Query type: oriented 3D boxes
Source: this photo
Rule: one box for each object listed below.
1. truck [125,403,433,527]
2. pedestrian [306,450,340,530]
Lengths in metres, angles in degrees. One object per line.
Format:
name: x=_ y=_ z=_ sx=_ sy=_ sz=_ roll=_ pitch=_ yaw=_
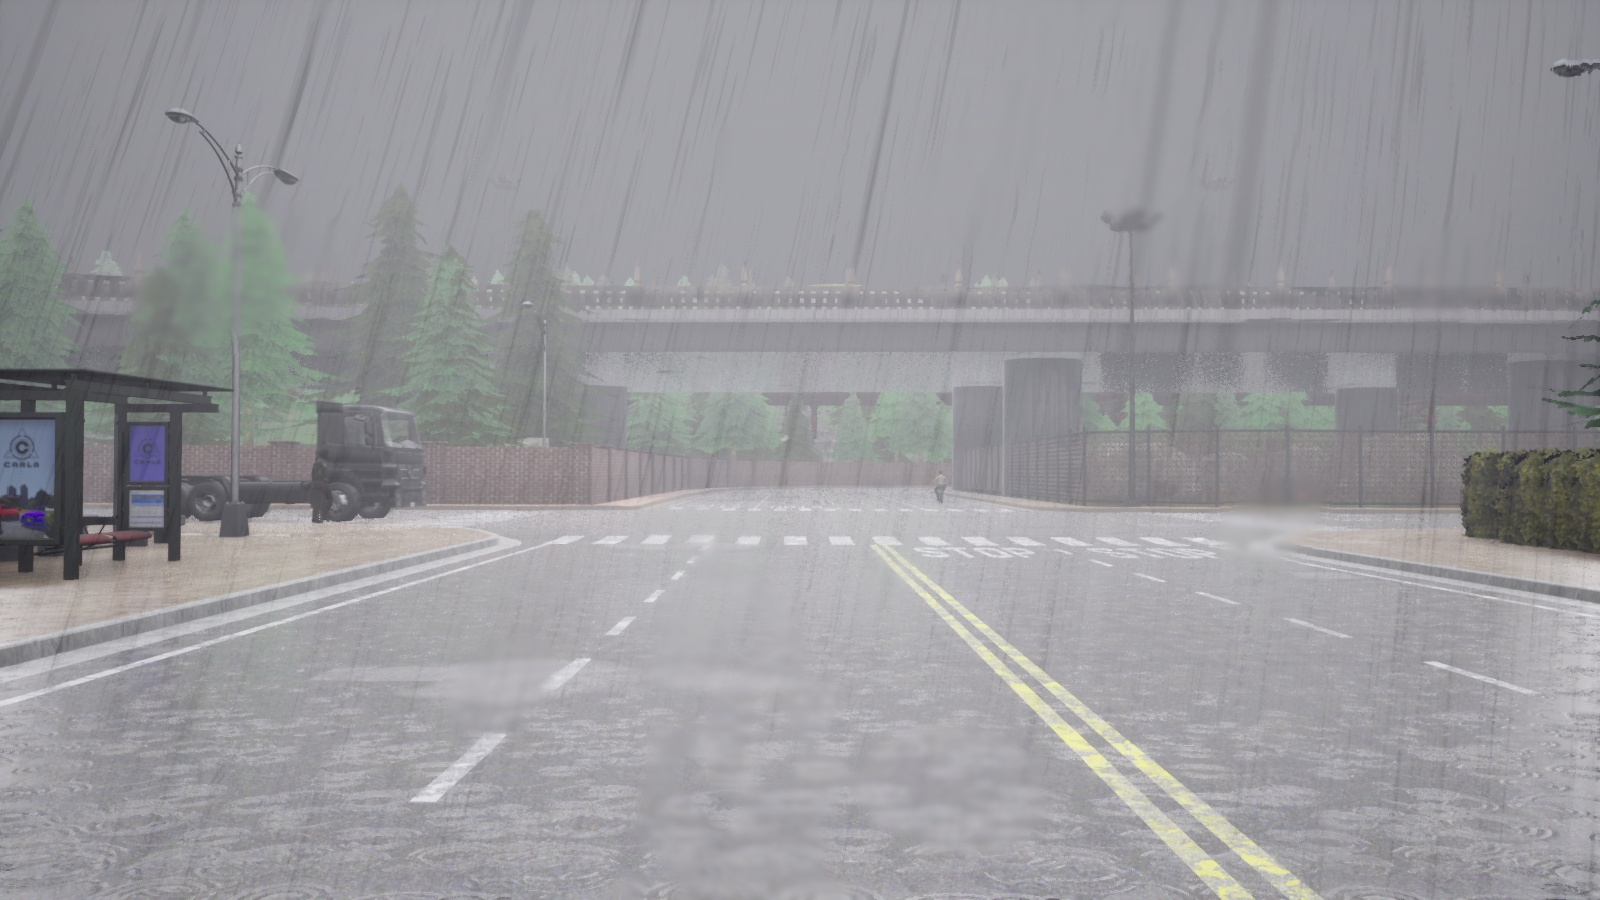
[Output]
truck: x=-15.254 y=0.462 z=37.108 sx=7.936 sy=3.462 sz=2.891 roll=-1 pitch=-1 yaw=4
pedestrian: x=-11.721 y=0.975 z=30.861 sx=0.395 sy=1.930 sz=0.692 roll=-1 pitch=-1 yaw=41
